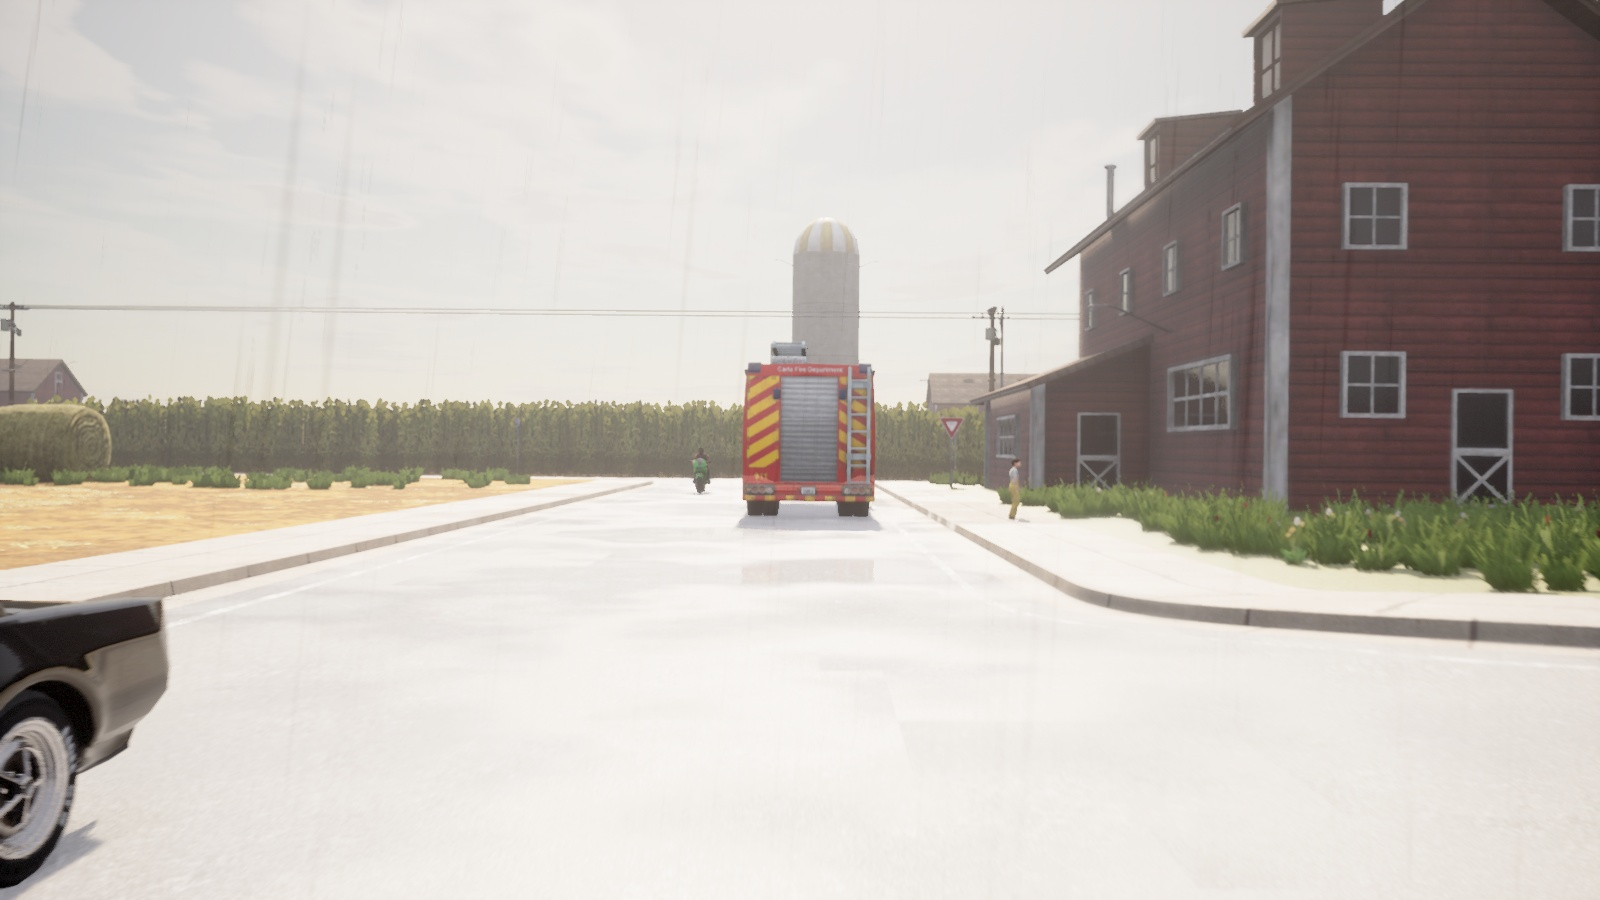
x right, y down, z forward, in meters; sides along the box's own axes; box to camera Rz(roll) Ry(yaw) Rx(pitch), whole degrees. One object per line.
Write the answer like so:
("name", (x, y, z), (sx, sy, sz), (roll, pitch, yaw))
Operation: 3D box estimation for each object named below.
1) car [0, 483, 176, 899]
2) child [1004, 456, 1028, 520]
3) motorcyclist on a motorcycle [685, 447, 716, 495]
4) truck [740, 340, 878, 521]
("car", (-3.468, 0.798, 2.692), (1.895, 1.301, 4.718), (1, 0, 0))
("child", (4.276, 0.748, 24.859), (0.437, 1.263, 0.270), (1, 0, 5))
("motorcyclist on a motorcycle", (-3.245, 0.674, 41.111), (0.797, 1.523, 2.044), (1, 0, 0))
("truck", (0.213, -0.419, 30.999), (2.891, 3.827, 8.468), (1, 0, 0))
